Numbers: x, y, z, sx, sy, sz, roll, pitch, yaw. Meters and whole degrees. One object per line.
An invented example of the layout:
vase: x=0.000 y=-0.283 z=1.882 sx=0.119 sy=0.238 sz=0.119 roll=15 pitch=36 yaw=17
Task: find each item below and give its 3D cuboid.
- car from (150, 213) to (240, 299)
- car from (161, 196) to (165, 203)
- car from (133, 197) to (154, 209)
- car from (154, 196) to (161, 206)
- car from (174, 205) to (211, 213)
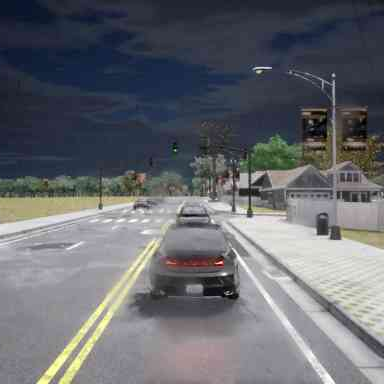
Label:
car: x=0.071 y=1.510 z=8.451 sx=1.837 sy=1.490 sz=4.892 roll=0 pitch=0 yaw=1
car: x=-6.612 y=1.483 z=67.352 sx=1.882 sy=1.535 sz=5.008 roll=0 pitch=0 yaw=0
car: x=-6.663 y=1.573 z=45.001 sx=1.994 sy=1.385 sz=4.181 roll=0 pitch=0 yaw=0
car: x=-6.670 y=1.568 z=54.804 sx=1.994 sy=1.385 sz=4.181 roll=0 pitch=0 yaw=0
car: x=0.047 y=1.501 z=18.723 sx=2.128 sy=1.511 sz=4.902 roll=0 pitch=0 yaw=-2
